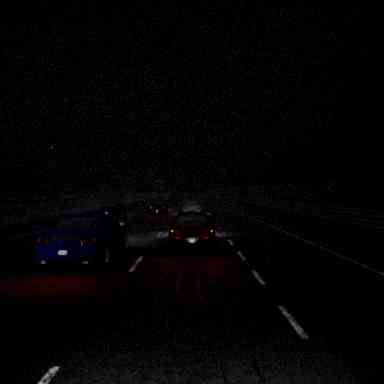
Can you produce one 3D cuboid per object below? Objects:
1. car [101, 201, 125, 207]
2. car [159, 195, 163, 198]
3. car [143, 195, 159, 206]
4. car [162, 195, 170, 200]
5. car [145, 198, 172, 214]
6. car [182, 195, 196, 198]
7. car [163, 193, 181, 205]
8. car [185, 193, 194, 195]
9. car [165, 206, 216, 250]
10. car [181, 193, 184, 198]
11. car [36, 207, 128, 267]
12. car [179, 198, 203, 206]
[{"bbox_3d":[-7.001,1.532,29.456,1.812,1.442,4.674,0,0,0],"label":"car"},{"bbox_3d":[-7.003,1.465,74.491,2.128,1.511,4.902,0,0,0],"label":"car"},{"bbox_3d":[-7.004,1.492,55.541,1.812,1.442,4.674,0,0,0],"label":"car"},{"bbox_3d":[-7.004,1.478,90.577,1.994,1.385,4.181,0,0,0],"label":"car"},{"bbox_3d":[-3.501,1.600,35.761,1.895,1.301,4.718,0,0,0],"label":"car"},{"bbox_3d":[-0.002,1.524,49.242,2.033,1.411,5.357,0,0,0],"label":"car"},{"bbox_3d":[-3.503,1.312,59.075,2.097,1.767,4.553,0,0,0],"label":"car"},{"bbox_3d":[-0.003,1.465,74.480,2.128,1.511,4.902,0,0,0],"label":"car"},{"bbox_3d":[-0.001,1.537,14.164,1.812,1.442,4.674,0,0,0],"label":"car"},{"bbox_3d":[-3.503,1.165,74.532,2.150,2.045,5.566,0,0,0],"label":"car"},{"bbox_3d":[-3.500,1.488,11.481,1.882,1.535,5.008,0,0,0],"label":"car"},{"bbox_3d":[-0.001,1.531,30.355,1.812,1.442,4.674,0,0,0],"label":"car"}]
